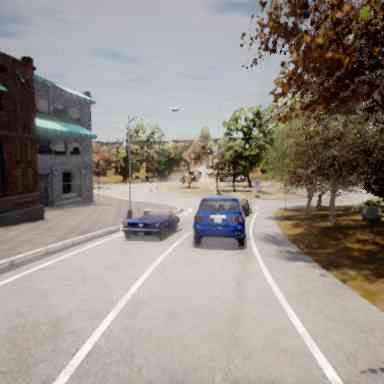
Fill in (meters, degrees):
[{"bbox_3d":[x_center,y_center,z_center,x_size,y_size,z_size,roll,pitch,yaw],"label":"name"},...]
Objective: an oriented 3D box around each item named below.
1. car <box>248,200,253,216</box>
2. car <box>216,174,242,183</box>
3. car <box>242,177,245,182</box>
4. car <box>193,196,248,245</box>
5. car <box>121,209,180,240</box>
[{"bbox_3d":[4.754,1.382,32.254,1.837,1.490,4.892,1,3,16],"label":"car"},{"bbox_3d":[8.624,-3.226,80.114,5.566,2.045,2.150,0,6,2],"label":"car"},{"bbox_3d":[11.302,-3.404,85.150,4.902,1.511,2.128,5,7,41],"label":"car"},{"bbox_3d":[1.410,1.211,15.687,2.150,2.045,5.566,1,0,9],"label":"car"},{"bbox_3d":[-1.930,1.532,16.764,1.895,1.301,4.718,1,0,8],"label":"car"}]
